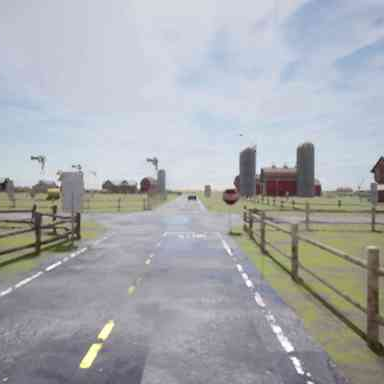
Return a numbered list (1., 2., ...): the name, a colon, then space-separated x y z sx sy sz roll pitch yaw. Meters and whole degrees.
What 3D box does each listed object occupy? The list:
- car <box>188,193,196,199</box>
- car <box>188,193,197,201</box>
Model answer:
1. car: 0.058 1.019 84.244 1.994 1.385 4.181 0 0 0
2. car: 0.050 1.144 73.822 1.882 1.535 5.008 0 0 0
